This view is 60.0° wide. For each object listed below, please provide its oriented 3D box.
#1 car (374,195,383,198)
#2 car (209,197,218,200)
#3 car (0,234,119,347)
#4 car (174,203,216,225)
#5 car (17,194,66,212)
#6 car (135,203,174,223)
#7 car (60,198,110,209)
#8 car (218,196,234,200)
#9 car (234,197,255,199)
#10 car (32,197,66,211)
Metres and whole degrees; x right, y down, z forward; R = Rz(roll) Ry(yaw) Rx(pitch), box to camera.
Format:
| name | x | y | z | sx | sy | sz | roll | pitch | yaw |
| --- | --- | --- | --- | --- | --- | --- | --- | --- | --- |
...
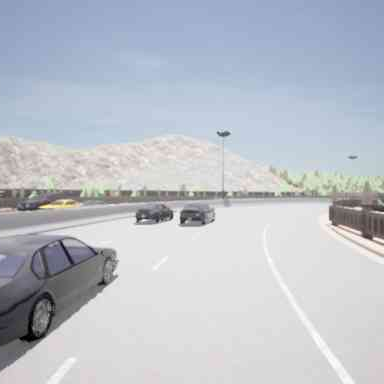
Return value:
| name | x | y | z | sx | sy | sz | roll | pitch | yaw |
| --- | --- | --- | --- | --- | --- | --- | --- | --- | --- |
| car | 40.865 | 1.581 | 71.173 | 5.566 | 2.045 | 2.150 | 0 | 0 | -33 |
| car | 5.246 | 1.703 | 69.421 | 2.128 | 1.511 | 4.902 | 0 | 0 | 40 |
| car | -3.048 | 1.547 | 6.467 | 2.033 | 1.411 | 5.357 | 0 | 0 | 5 |
| car | 0.501 | 1.562 | 24.771 | 1.837 | 1.490 | 4.892 | 0 | 0 | 16 |
| car | -15.096 | 1.221 | 34.042 | 2.150 | 2.045 | 5.566 | 0 | 0 | 19 |
| car | -2.822 | 1.568 | 25.852 | 1.812 | 1.442 | 4.674 | 0 | 0 | 16 |
| car | -9.077 | 1.512 | 29.849 | 2.128 | 1.511 | 4.902 | 0 | 0 | 18 |
| car | 7.835 | 1.685 | 67.049 | 1.837 | 1.490 | 4.892 | 0 | 0 | 40 |
| car | 10.897 | 1.698 | 65.227 | 1.837 | 1.490 | 4.892 | 0 | 0 | 40 |
| car | -12.244 | 1.485 | 31.451 | 1.882 | 1.535 | 5.008 | 0 | 0 | 18 |
